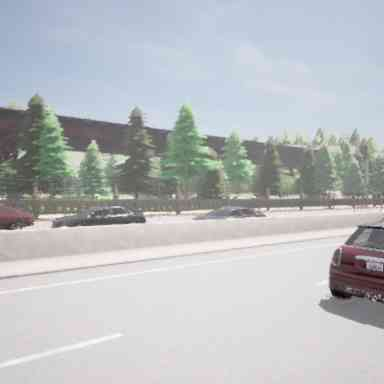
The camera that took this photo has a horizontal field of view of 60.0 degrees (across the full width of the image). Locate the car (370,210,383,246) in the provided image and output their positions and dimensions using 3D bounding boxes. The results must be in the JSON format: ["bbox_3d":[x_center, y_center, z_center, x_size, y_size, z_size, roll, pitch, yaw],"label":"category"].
[{"bbox_3d":[10.402,1.614,15.403,4.892,1.490,1.837,1,0,-35],"label":"car"}]

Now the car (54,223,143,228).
[{"bbox_3d":[-4.807,1.492,17.748,4.892,1.490,1.837,1,0,-35],"label":"car"}]

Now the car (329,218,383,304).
[{"bbox_3d":[5.093,1.405,7.347,4.553,1.767,2.097,1,0,-35],"label":"car"}]

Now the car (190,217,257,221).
[{"bbox_3d":[2.036,1.550,18.300,4.892,1.490,1.837,0,0,-35],"label":"car"}]
